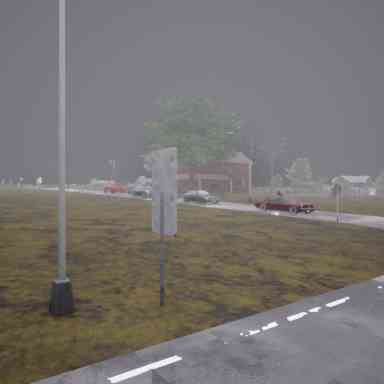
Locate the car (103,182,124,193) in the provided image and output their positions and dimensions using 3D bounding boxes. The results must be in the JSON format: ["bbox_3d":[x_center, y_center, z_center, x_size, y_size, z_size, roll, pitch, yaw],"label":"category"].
[{"bbox_3d":[-14.168,-0.820,60.378,2.150,2.045,5.566,0,2,-36],"label":"car"}]

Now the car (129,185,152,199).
[{"bbox_3d":[-6.106,-0.081,44.309,2.097,1.767,4.553,0,2,-36],"label":"car"}]

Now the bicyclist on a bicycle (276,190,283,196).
[{"bbox_3d":[8.843,0.663,33.741,1.656,1.620,0.582,0,2,-36],"label":"bicyclist on a bicycle"}]

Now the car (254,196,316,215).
[{"bbox_3d":[7.152,0.998,25.837,1.895,1.301,4.718,0,2,-36],"label":"car"}]

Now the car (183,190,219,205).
[{"bbox_3d":[0.832,0.522,34.634,1.812,1.442,4.674,0,2,-36],"label":"car"}]

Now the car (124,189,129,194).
[{"bbox_3d":[-8.466,-0.188,52.541,1.812,1.442,4.674,0,2,-35],"label":"car"}]
